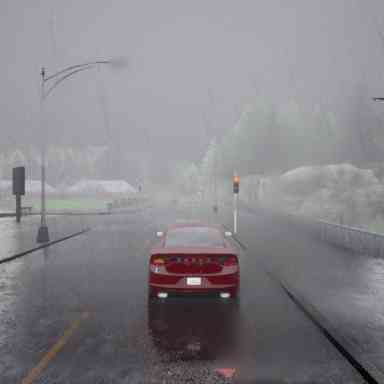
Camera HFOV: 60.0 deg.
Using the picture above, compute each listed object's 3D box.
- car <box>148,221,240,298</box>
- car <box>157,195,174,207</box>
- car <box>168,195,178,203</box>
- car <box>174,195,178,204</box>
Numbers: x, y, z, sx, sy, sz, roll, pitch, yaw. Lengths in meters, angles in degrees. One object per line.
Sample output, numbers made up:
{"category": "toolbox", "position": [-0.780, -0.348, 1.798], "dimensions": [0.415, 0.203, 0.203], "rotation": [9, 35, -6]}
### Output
{"category": "car", "position": [0.053, 1.478, 8.550], "dimensions": [1.882, 1.535, 5.008], "rotation": [0, 0, 0]}
{"category": "car", "position": [-4.130, 1.526, 50.781], "dimensions": [1.812, 1.442, 4.674], "rotation": [0, 0, 0]}
{"category": "car", "position": [-4.050, 1.500, 70.865], "dimensions": [1.837, 1.490, 4.892], "rotation": [0, 0, 0]}
{"category": "car", "position": [-4.123, 1.526, 60.699], "dimensions": [1.812, 1.442, 4.674], "rotation": [0, 0, 1]}
